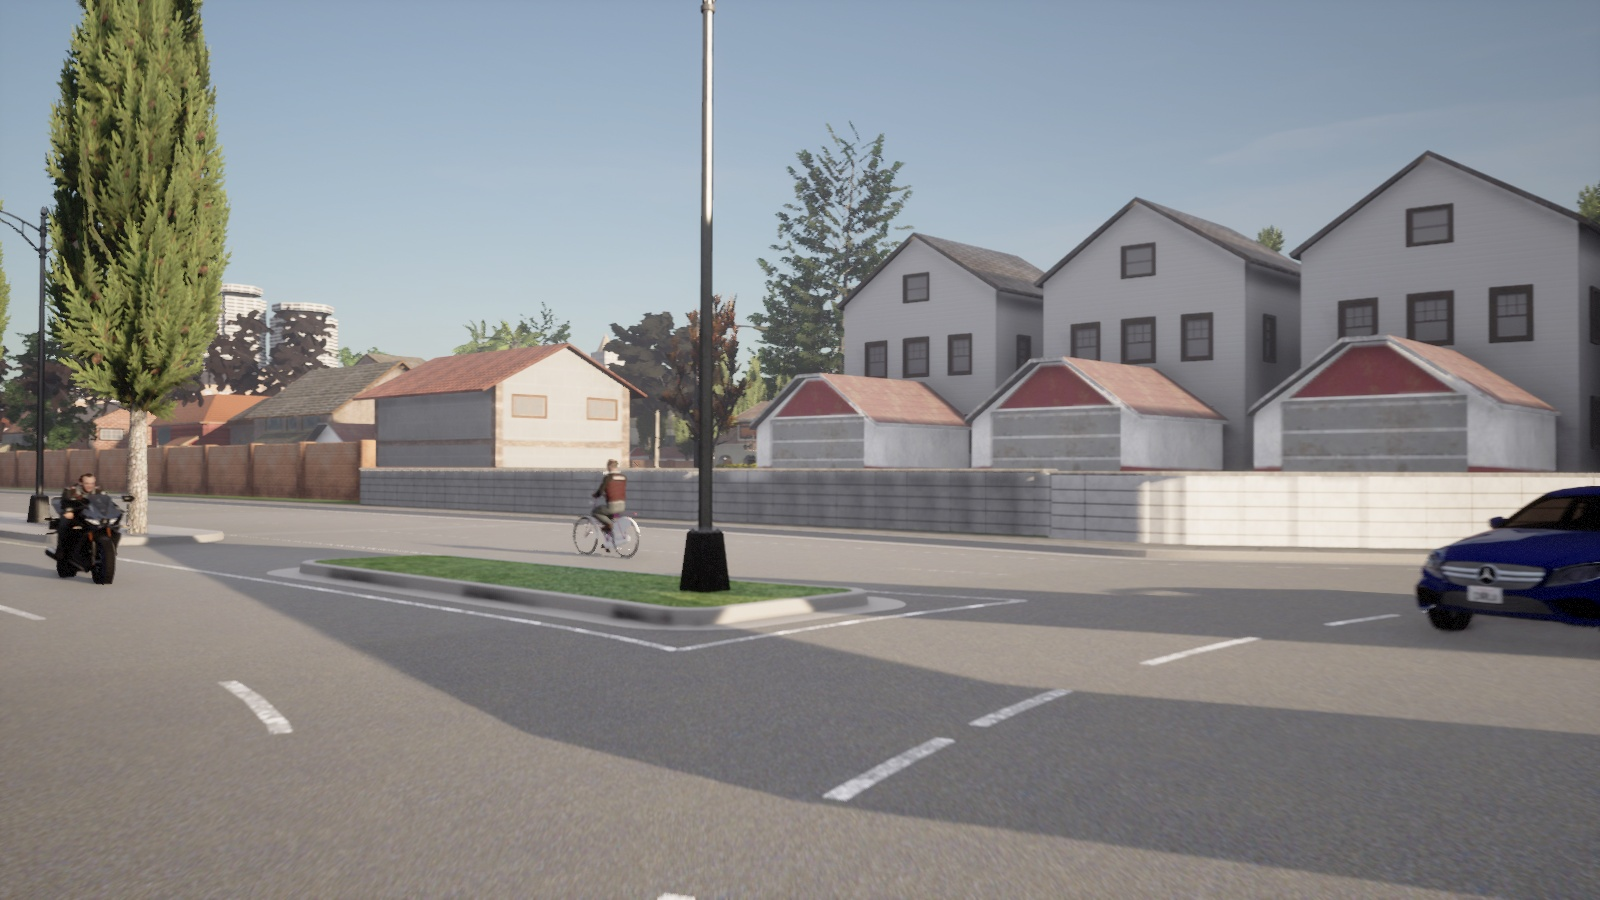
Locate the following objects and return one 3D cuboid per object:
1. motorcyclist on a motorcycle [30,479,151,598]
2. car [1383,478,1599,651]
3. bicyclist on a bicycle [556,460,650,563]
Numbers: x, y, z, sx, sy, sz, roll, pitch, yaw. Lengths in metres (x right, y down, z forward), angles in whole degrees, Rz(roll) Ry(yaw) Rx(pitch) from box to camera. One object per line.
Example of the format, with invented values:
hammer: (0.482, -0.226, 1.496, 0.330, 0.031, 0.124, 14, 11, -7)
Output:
motorcyclist on a motorcycle: (-9.865, 1.180, 17.421, 2.191, 1.530, 0.866, -1, -1, 44)
car: (8.142, 1.017, 12.680, 4.674, 1.442, 1.812, 0, -1, -32)
bicyclist on a bicycle: (-3.567, 1.075, 22.611, 1.843, 1.776, 0.659, -1, -1, 42)
